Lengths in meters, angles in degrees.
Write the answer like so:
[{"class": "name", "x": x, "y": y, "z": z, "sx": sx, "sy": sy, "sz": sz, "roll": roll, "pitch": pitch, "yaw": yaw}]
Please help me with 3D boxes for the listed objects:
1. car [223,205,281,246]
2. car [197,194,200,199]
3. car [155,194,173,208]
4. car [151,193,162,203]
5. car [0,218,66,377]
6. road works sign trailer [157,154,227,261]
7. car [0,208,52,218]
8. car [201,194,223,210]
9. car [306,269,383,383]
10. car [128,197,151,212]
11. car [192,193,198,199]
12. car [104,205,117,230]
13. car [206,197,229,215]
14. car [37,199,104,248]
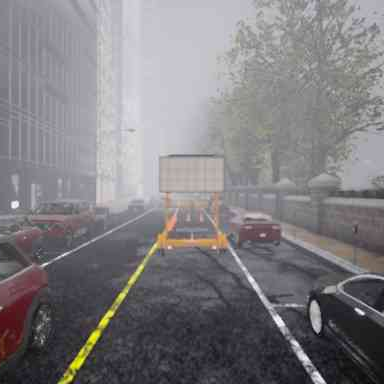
[{"class": "car", "x": 2.697, "y": 1.503, "z": 14.877, "sx": 1.887, "sy": 1.381, "sz": 4.507, "roll": 0, "pitch": 0, "yaw": 0}, {"class": "car", "x": 2.221, "y": 1.347, "z": 48.216, "sx": 2.008, "sy": 1.369, "sz": 4.403, "roll": 0, "pitch": 0, "yaw": -1}, {"class": "car", "x": -3.458, "y": 1.345, "z": 44.080, "sx": 1.812, "sy": 1.442, "sz": 4.674, "roll": 0, "pitch": 0, "yaw": -1}, {"class": "car", "x": -6.598, "y": 1.311, "z": 59.371, "sx": 1.802, "sy": 1.307, "sz": 4.206, "roll": 0, "pitch": 0, "yaw": -1}, {"class": "car", "x": -3.100, "y": 1.344, "z": 3.034, "sx": 2.097, "sy": 1.767, "sz": 4.553, "roll": 0, "pitch": 0, "yaw": 0}, {"class": "road works sign trailer", "x": 0.003, "y": 0.431, "z": 12.156, "sx": 2.380, "sy": 3.560, "sz": 2.880, "roll": 0, "pitch": 0, "yaw": 0}, {"class": "car", "x": -5.830, "y": 1.416, "z": 9.265, "sx": 1.967, "sy": 1.590, "sz": 4.097, "roll": 0, "pitch": 0, "yaw": 0}, {"class": "car", "x": 2.513, "y": 1.176, "z": 37.099, "sx": 2.192, "sy": 1.841, "sz": 5.009, "roll": 0, "pitch": 0, "yaw": -1}, {"class": "car", "x": 2.693, "y": 1.542, "z": 3.755, "sx": 2.008, "sy": 1.369, "sz": 4.403, "roll": 0, "pitch": 0, "yaw": 0}, {"class": "car", "x": -6.018, "y": 1.424, "z": 37.131, "sx": 1.947, "sy": 1.339, "sz": 4.313, "roll": 0, "pitch": 0, "yaw": -1}, {"class": "car", "x": 1.207, "y": 1.116, "z": 87.120, "sx": 2.008, "sy": 1.369, "sz": 4.403, "roll": 0, "pitch": 0, "yaw": -1}, {"class": "car", "x": -5.827, "y": 1.503, "z": 20.386, "sx": 1.947, "sy": 1.339, "sz": 4.313, "roll": 0, "pitch": 0, "yaw": 0}, {"class": "car", "x": 2.630, "y": 1.471, "z": 31.534, "sx": 1.802, "sy": 1.307, "sz": 4.206, "roll": 0, "pitch": 0, "yaw": -1}, {"class": "car", "x": -5.828, "y": 1.273, "z": 14.824, "sx": 2.192, "sy": 1.841, "sz": 5.009, "roll": 0, "pitch": 0, "yaw": 0}]
